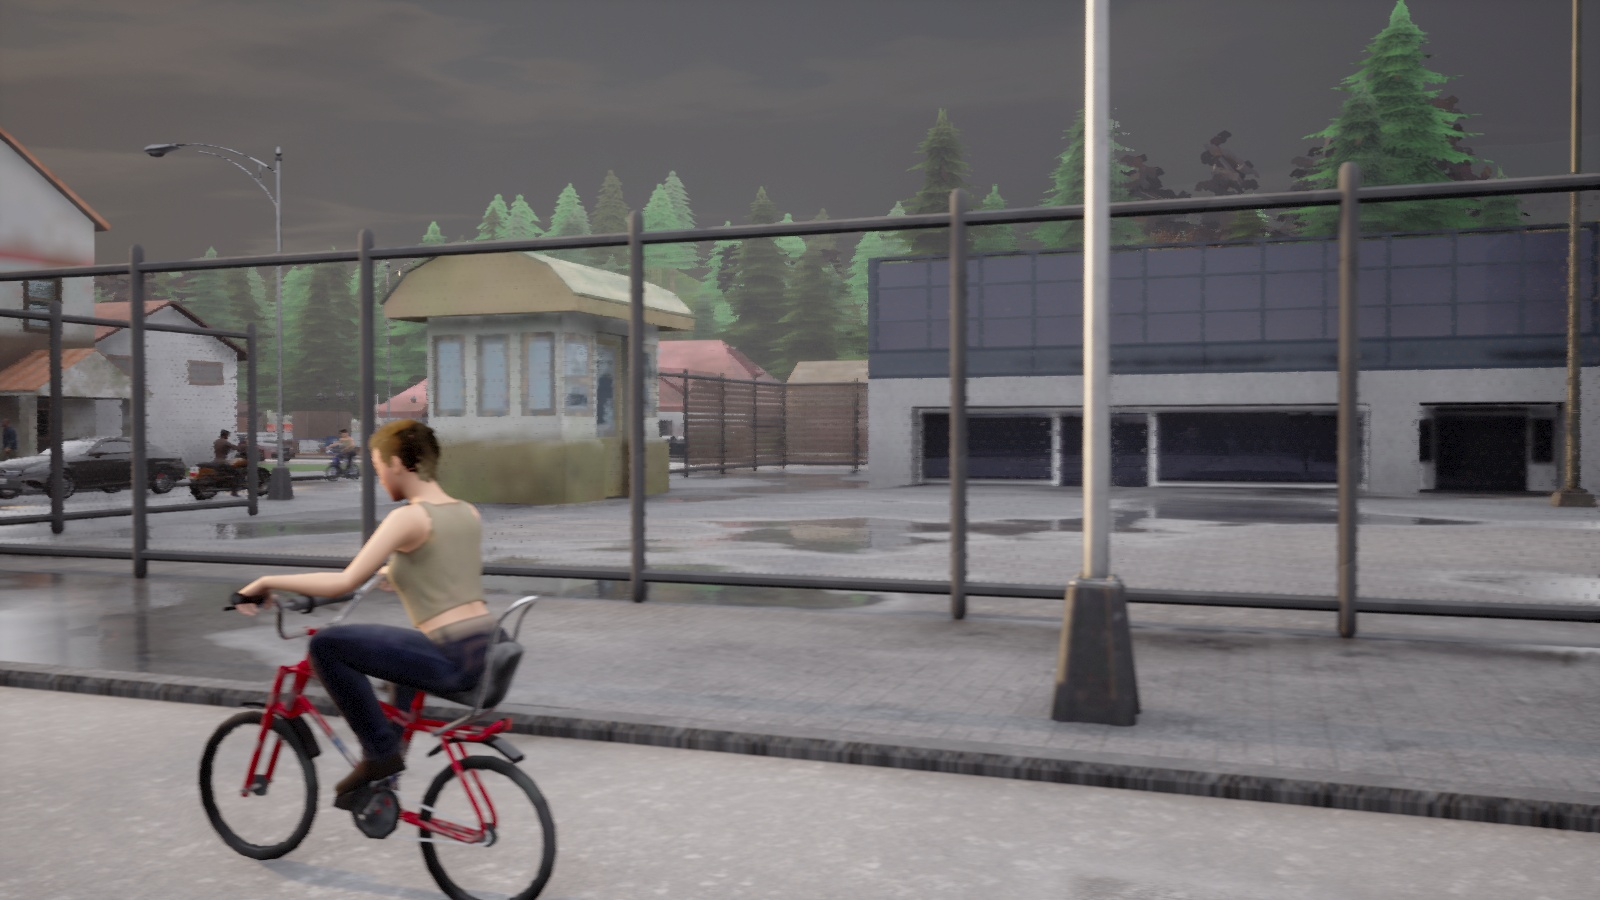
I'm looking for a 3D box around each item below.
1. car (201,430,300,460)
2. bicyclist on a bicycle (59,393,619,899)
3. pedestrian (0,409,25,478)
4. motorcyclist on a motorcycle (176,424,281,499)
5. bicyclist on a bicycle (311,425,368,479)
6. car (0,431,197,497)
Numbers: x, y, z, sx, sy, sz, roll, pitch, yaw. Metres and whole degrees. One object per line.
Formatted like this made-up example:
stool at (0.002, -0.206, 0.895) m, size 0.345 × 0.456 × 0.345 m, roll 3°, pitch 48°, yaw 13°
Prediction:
car at (-26.933, -0.275, 61.549) m, size 4.181 × 1.385 × 1.994 m, roll 1°, pitch 1°, yaw 19°
bicyclist on a bicycle at (-1.557, 0.677, 4.304) m, size 1.509 × 1.612 × 0.866 m, roll 6°, pitch 3°, yaw 20°
pedestrian at (-21.333, -0.186, 33.766) m, size 0.402 × 1.842 × 0.726 m, roll 1°, pitch 1°, yaw 23°
motorcyclist on a motorcycle at (-13.115, 0.226, 28.903) m, size 0.766 × 1.649 × 2.350 m, roll 1°, pitch 1°, yaw 20°
bicyclist on a bicycle at (-14.021, 0.053, 38.229) m, size 0.866 × 1.612 × 1.509 m, roll 1°, pitch 1°, yaw 19°
car at (-16.964, 0.263, 30.027) m, size 1.812 × 1.442 × 4.674 m, roll 1°, pitch 1°, yaw 19°
